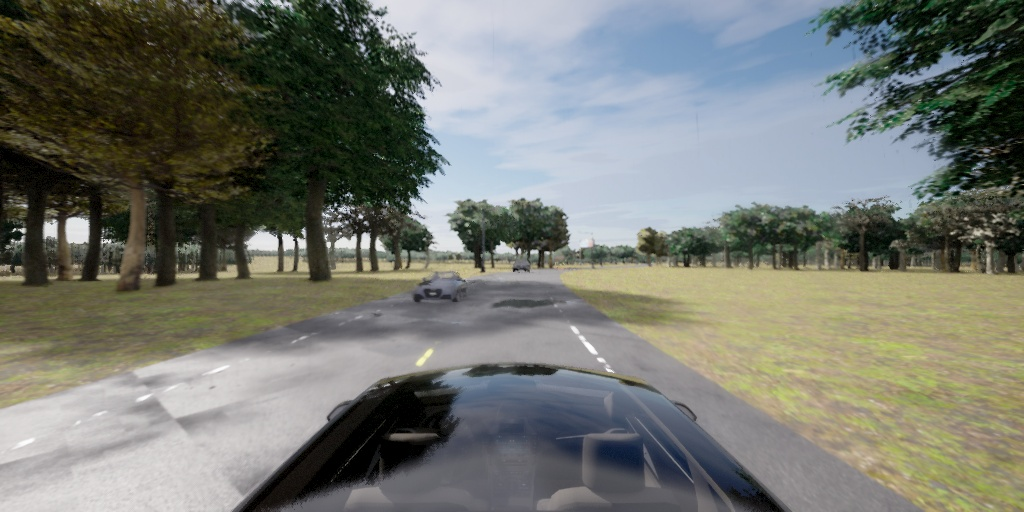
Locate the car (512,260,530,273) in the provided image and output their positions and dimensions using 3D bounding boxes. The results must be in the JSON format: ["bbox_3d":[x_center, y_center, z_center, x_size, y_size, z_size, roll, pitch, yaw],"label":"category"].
[{"bbox_3d":[1.538,1.701,59.283,2.150,2.045,5.566,0,-1,12],"label":"car"}]

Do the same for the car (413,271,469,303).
[{"bbox_3d":[-3.342,1.450,17.440,1.994,1.385,4.181,0,0,2],"label":"car"}]
